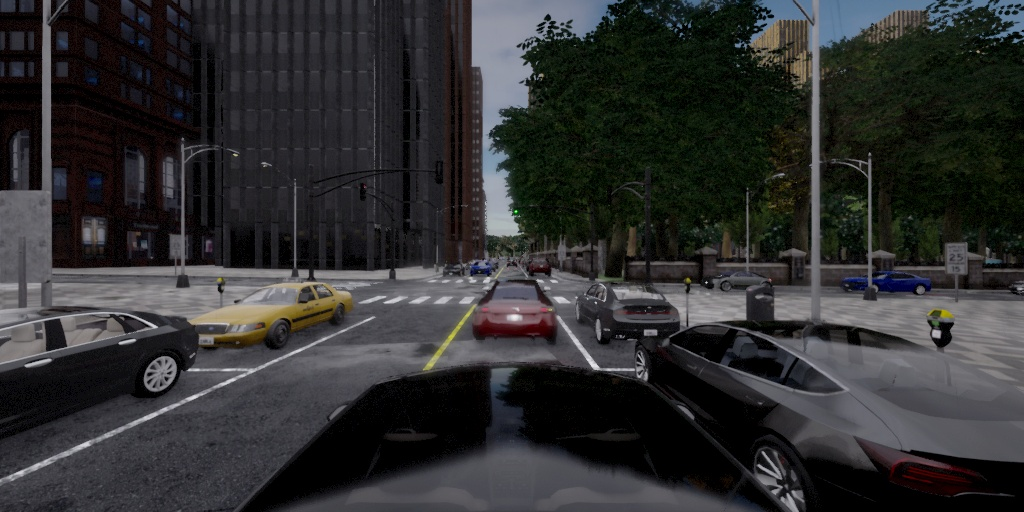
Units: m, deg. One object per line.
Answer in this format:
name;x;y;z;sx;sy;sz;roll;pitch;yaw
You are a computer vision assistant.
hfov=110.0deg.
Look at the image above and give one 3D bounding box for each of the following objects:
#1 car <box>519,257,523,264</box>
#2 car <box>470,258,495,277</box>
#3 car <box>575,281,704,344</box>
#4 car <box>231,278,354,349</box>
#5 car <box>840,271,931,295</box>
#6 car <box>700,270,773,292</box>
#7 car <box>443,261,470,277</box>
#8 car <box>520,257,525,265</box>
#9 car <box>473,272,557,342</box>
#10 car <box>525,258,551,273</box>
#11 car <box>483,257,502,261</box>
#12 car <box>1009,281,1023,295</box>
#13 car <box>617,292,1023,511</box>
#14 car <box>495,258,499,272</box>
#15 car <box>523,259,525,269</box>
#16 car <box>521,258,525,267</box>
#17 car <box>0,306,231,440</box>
car;2.773;1.227;63.279;1.967;1.591;4.097;0;0;0
car;-3.086;1.237;36.603;1.882;1.535;5.008;0;0;0
car;2.764;1.300;9.332;2.007;1.370;4.403;0;0;0
car;-5.761;1.275;9.154;1.751;1.417;4.829;0;0;0
car;25.088;1.765;24.186;5.008;1.535;1.882;1;0;0
car;15.051;1.645;24.152;4.181;1.385;1.994;1;0;-2
car;-5.757;1.324;35.989;1.948;1.339;4.313;0;0;0
car;2.772;1.332;57.822;2.007;1.370;4.403;0;0;0
car;0.126;1.313;9.807;1.994;1.385;4.181;0;0;2
car;2.768;1.074;35.997;2.192;1.841;5.009;0;0;0
car;-3.075;1.272;56.613;2.128;1.511;4.902;0;0;0
car;36.829;2.027;24.237;4.902;1.511;2.128;1;0;0
car;2.763;1.316;3.819;1.948;1.339;4.313;0;0;0
car;-3.084;1.333;46.568;1.994;1.385;4.181;0;0;0
car;2.770;1.336;46.909;1.948;1.339;4.313;0;0;0
car;2.771;1.326;52.365;2.007;1.370;4.403;0;0;0
car;-5.762;1.300;3.812;2.007;1.370;4.403;0;0;0
